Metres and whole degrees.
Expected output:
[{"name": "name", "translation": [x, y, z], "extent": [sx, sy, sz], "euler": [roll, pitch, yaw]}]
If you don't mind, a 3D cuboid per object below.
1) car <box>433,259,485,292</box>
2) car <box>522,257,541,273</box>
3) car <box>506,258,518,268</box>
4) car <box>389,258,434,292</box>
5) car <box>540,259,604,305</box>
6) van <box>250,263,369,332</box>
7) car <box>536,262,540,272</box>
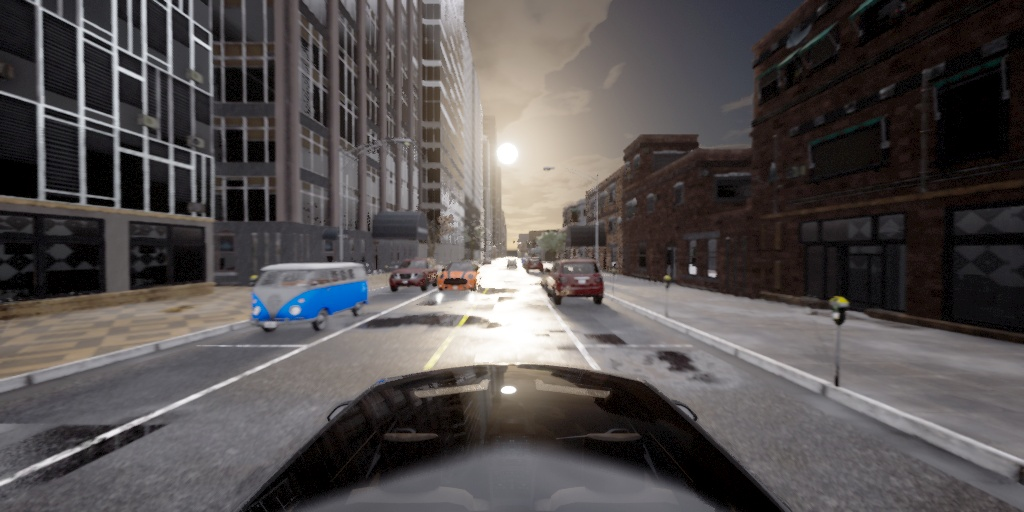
[{"name": "car", "translation": [-3.018, 1.100, 21.420], "extent": [2.097, 1.767, 4.553], "euler": [0, 0, 0]}, {"name": "car", "translation": [2.683, 1.062, 43.757], "extent": [2.192, 1.841, 5.009], "euler": [0, 0, 0]}, {"name": "car", "translation": [-0.009, 1.294, 61.192], "extent": [2.033, 1.411, 5.357], "euler": [0, 0, 0]}, {"name": "car", "translation": [-5.694, 1.064, 21.627], "extent": [2.192, 1.841, 5.009], "euler": [0, 0, 0]}, {"name": "car", "translation": [2.687, 1.064, 16.084], "extent": [2.192, 1.841, 5.009], "euler": [0, 0, 0]}, {"name": "van", "translation": [-5.693, 1.090, 10.557], "extent": [1.690, 1.789, 3.998], "euler": [0, 0, 0]}, {"name": "car", "translation": [2.687, 1.274, 21.788], "extent": [1.751, 1.417, 4.829], "euler": [0, 0, 0]}]
